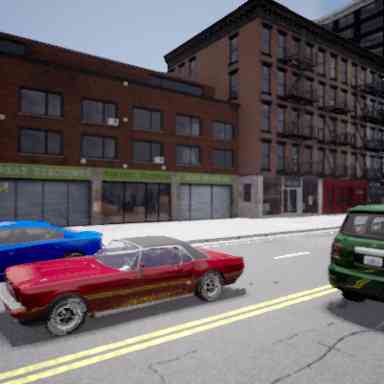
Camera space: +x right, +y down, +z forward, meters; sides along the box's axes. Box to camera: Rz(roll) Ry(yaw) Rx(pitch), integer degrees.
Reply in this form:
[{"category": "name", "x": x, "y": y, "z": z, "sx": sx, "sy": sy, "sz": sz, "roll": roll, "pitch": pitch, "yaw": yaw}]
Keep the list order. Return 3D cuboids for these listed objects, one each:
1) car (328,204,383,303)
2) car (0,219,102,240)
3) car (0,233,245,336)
[{"category": "car", "x": 5.250, "y": 1.279, "z": 7.195, "sx": 5.566, "sy": 2.045, "sz": 2.150, "roll": 0, "pitch": 0, "yaw": -36}, {"category": "car", "x": -4.685, "y": 1.484, "z": 8.328, "sx": 5.008, "sy": 1.535, "sz": 1.882, "roll": 0, "pitch": 0, "yaw": -36}, {"category": "car", "x": -1.227, "y": 1.621, "z": 6.805, "sx": 4.718, "sy": 1.301, "sz": 1.895, "roll": 0, "pitch": 0, "yaw": -36}]
